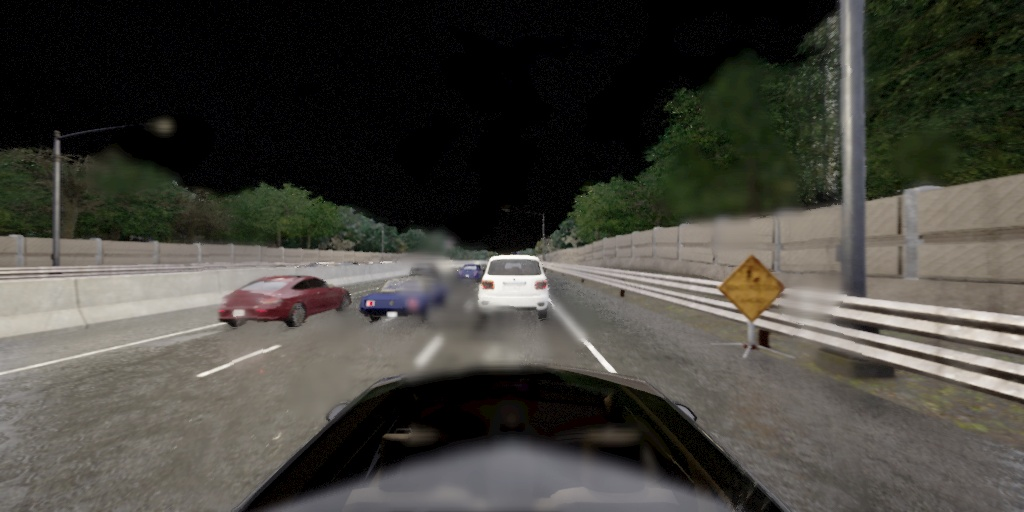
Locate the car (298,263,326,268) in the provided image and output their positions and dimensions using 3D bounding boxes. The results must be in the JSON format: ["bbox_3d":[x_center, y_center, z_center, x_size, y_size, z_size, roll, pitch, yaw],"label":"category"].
[{"bbox_3d":[-24.584,1.574,44.645,1.895,1.301,4.718,0,0,0],"label":"car"}]

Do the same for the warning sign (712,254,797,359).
[{"bbox_3d":[4.550,0.889,6.829,1.300,1.860,1.060,0,0,0],"label":"warning sign"}]

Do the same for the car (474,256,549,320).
[{"bbox_3d":[0.086,1.022,12.991,2.150,2.045,5.566,0,0,0],"label":"car"}]

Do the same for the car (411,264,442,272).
[{"bbox_3d":[-6.916,1.384,29.253,1.837,1.490,4.892,0,0,0],"label":"car"}]

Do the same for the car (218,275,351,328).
[{"bbox_3d":[-6.923,1.320,11.445,1.812,1.442,4.674,0,0,0],"label":"car"}]

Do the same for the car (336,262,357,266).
[{"bbox_3d":[-21.081,1.489,45.882,1.837,1.490,4.892,0,-1,0],"label":"car"}]

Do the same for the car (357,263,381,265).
[{"bbox_3d":[-17.585,1.545,45.720,1.994,1.385,4.181,0,0,0],"label":"car"}]

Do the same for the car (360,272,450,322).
[{"bbox_3d":[-3.419,1.400,12.494,1.895,1.301,4.718,0,0,0],"label":"car"}]

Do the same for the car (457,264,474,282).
[{"bbox_3d":[-3.414,1.410,30.239,1.812,1.442,4.674,0,0,0],"label":"car"}]
